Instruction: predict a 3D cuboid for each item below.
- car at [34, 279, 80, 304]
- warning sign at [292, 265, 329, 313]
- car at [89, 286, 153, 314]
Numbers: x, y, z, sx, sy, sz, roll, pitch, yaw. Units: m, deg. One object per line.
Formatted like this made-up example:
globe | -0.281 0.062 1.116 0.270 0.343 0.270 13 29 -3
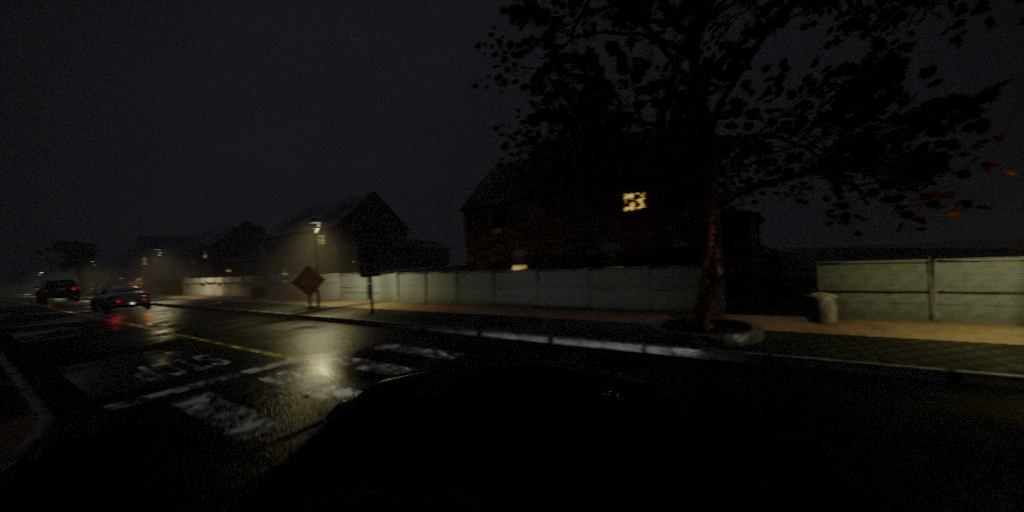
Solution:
car | -41.975 3.249 33.111 5.566 2.045 2.150 -4 -1 32
warning sign | -8.171 1.294 14.553 1.060 1.860 1.300 0 0 32
car | -22.984 2.481 21.078 4.674 1.442 1.812 -3 0 32
